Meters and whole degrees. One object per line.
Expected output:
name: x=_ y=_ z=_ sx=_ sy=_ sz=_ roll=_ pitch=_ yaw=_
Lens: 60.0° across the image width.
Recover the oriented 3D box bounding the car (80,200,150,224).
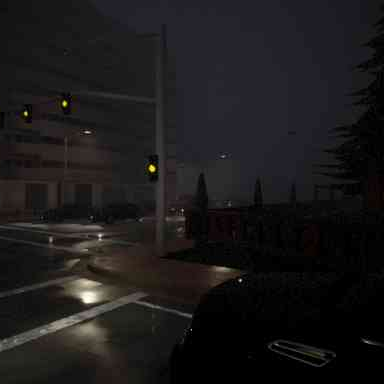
car: x=-5.754 y=1.560 z=25.595 sx=1.837 sy=1.490 sz=4.892 roll=0 pitch=0 yaw=35

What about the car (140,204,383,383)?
car: x=2.426 y=1.221 z=2.130 sx=5.566 sy=2.045 sz=2.150 roll=0 pitch=0 yaw=37

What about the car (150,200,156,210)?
car: x=-4.399 y=1.581 z=33.657 sx=1.812 sy=1.442 sz=4.674 roll=0 pitch=0 yaw=35

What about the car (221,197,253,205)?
car: x=5.461 y=1.407 z=41.709 sx=2.097 sy=1.767 sz=4.553 roll=0 pitch=0 yaw=35

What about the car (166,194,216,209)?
car: x=-0.198 y=1.277 z=33.590 sx=2.150 sy=2.045 sz=5.566 roll=0 pitch=0 yaw=35

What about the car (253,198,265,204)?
car: x=10.486 y=1.656 z=54.919 sx=1.994 sy=1.385 sz=4.181 roll=0 pitch=0 yaw=35

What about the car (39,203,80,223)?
car: x=-9.605 y=1.581 z=26.186 sx=1.812 sy=1.442 sz=4.674 roll=0 pitch=0 yaw=35
